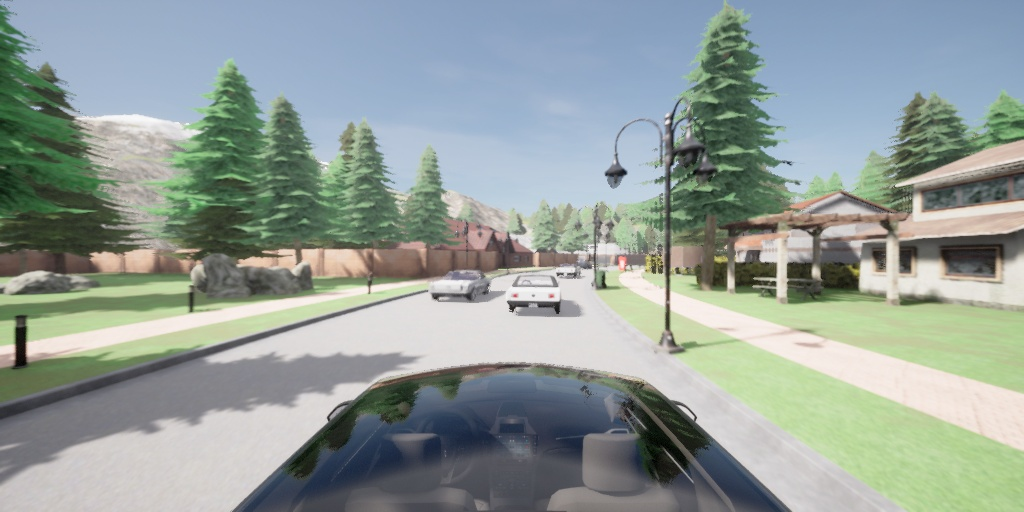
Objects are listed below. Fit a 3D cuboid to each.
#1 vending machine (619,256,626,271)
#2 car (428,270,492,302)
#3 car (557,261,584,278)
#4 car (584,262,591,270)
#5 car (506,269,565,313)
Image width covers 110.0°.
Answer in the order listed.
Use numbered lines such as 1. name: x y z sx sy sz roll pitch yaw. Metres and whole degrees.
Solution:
1. vending machine: 14.732 1.035 47.728 1.100 2.100 0.880 0 0 27
2. car: -2.344 1.353 17.199 1.895 1.301 4.718 0 0 9
3. car: 5.631 1.397 35.319 1.895 1.301 4.718 0 0 18
4. car: 10.902 1.394 55.956 1.994 1.385 4.181 0 0 31
5. car: 0.978 1.364 14.177 1.895 1.301 4.718 0 0 7
